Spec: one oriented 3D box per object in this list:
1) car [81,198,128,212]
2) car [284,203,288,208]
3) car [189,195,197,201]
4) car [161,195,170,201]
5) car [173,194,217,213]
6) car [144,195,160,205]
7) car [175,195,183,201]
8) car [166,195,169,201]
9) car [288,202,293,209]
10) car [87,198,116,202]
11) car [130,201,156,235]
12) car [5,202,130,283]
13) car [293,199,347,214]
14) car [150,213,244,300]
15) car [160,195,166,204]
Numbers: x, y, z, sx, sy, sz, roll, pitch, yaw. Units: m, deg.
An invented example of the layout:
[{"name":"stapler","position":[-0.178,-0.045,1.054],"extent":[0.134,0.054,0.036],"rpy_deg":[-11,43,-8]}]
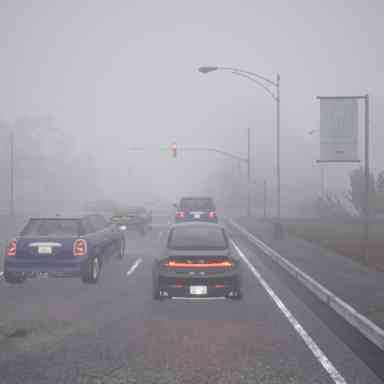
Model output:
[{"name":"car","position":[-10.237,1.474,39.006],"extent":[5.008,1.535,1.882],"rpy_deg":[1,0,-27]},{"name":"car","position":[14.550,1.543,42.112],"extent":[5.357,1.411,2.033],"rpy_deg":[0,0,3]},{"name":"car","position":[0.196,1.462,85.913],"extent":[1.882,1.535,5.008],"rpy_deg":[0,0,0]},{"name":"car","position":[-6.806,1.486,85.166],"extent":[1.837,1.490,4.892],"rpy_deg":[0,0,0]},{"name":"car","position":[0.165,1.220,18.211],"extent":[2.150,2.045,5.566],"rpy_deg":[0,0,-2]},{"name":"car","position":[-6.958,1.520,55.704],"extent":[1.812,1.442,4.674],"rpy_deg":[0,0,0]},{"name":"car","position":[-3.304,1.462,85.921],"extent":[1.882,1.535,5.008],"rpy_deg":[0,0,0]},{"name":"car","position":[-6.829,1.470,75.209],"extent":[1.882,1.535,5.008],"rpy_deg":[0,0,0]},{"name":"car","position":[14.139,1.501,38.629],"extent":[4.892,1.490,1.837],"rpy_deg":[0,0,3]},{"name":"car","position":[-8.302,1.488,32.739],"extent":[4.902,1.511,2.128],"rpy_deg":[0,0,3]},{"name":"car","position":[-3.358,1.503,18.738],"extent":[1.837,1.490,4.892],"rpy_deg":[0,0,0]},{"name":"car","position":[-3.378,1.351,9.778],"extent":[2.097,1.767,4.553],"rpy_deg":[0,0,0]},{"name":"car","position":[13.609,1.488,34.954],"extent":[4.902,1.511,2.128],"rpy_deg":[0,0,3]},{"name":"car","position":[0.119,1.504,8.363],"extent":[1.837,1.490,4.892],"rpy_deg":[0,0,0]},{"name":"car","position":[-6.887,1.541,65.431],"extent":[2.033,1.411,5.357],"rpy_deg":[0,0,1]}]
